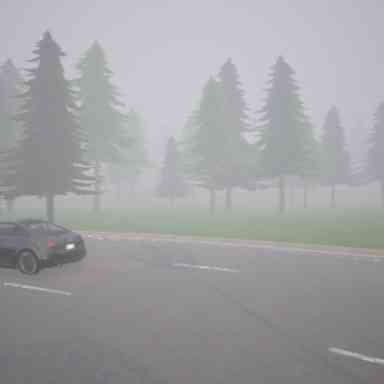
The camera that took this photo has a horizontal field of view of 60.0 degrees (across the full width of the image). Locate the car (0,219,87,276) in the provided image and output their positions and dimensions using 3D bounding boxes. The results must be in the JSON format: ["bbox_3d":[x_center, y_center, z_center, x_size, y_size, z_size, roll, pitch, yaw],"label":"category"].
[{"bbox_3d":[-5.326,1.519,10.082,4.181,1.385,1.994,0,0,20],"label":"car"}]
